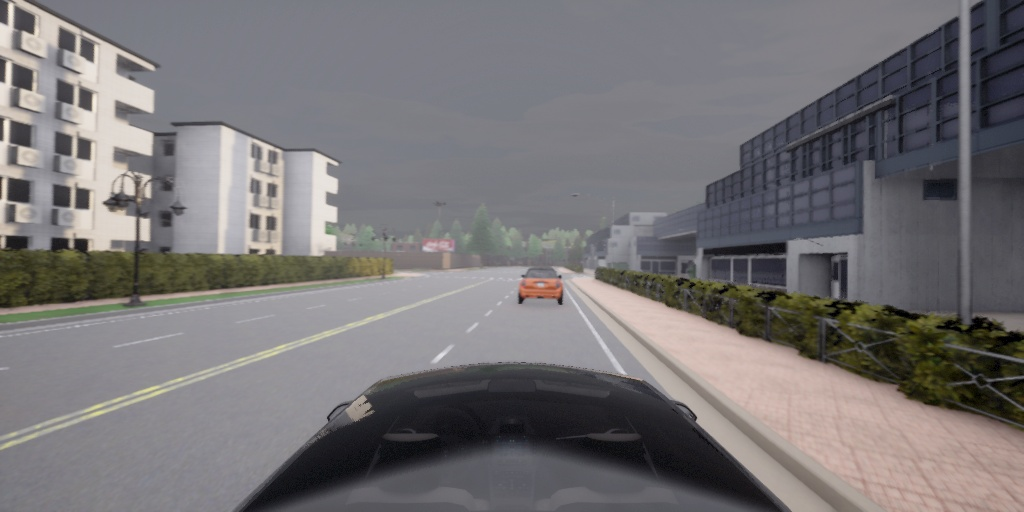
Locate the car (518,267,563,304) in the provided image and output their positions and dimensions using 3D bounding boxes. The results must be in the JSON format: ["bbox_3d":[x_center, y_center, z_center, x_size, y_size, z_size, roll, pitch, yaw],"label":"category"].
[{"bbox_3d":[1.484,1.351,18.304,2.097,1.767,4.553,1,-1,5],"label":"car"}]
